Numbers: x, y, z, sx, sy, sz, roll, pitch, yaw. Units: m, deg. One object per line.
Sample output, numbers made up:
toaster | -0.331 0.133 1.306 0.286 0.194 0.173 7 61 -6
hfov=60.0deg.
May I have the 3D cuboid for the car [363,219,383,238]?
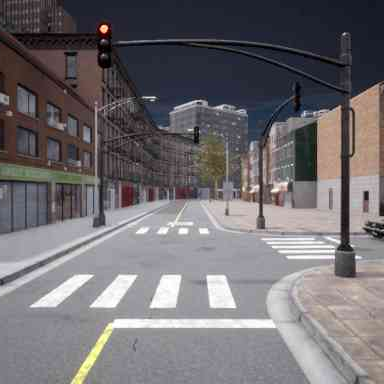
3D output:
car | 10.346 1.534 14.907 4.718 1.301 1.895 0 0 -1
